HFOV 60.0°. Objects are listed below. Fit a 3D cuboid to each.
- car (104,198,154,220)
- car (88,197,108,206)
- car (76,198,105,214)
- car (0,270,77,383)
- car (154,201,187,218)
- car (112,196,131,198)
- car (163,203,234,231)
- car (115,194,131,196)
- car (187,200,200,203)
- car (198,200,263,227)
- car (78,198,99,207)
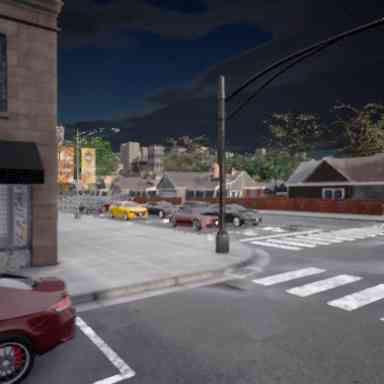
[{"bbox_3d":[-5.643,1.574,29.207,1.882,1.535,5.008,0,0,-36],"label":"car"},{"bbox_3d":[-17.960,1.791,63.452,2.033,1.411,5.357,0,0,-35],"label":"car"},{"bbox_3d":[-11.645,1.664,37.633,1.837,1.490,4.892,0,0,-35],"label":"car"},{"bbox_3d":[-3.487,1.586,3.701,4.206,1.307,1.802,0,0,-35],"label":"car"},{"bbox_3d":[-2.851,1.581,30.870,1.837,1.490,4.892,0,0,-36],"label":"car"},{"bbox_3d":[-8.832,1.616,39.284,1.882,1.535,5.008,0,0,-35],"label":"car"},{"bbox_3d":[0.311,1.596,20.832,1.994,1.385,4.181,0,0,-35],"label":"car"},{"bbox_3d":[-11.804,1.407,54.976,2.150,2.045,5.566,0,0,-36],"label":"car"},{"bbox_3d":[0.157,1.559,32.597,1.837,1.490,4.892,0,0,-35],"label":"car"},{"bbox_3d":[2.731,1.521,23.035,1.837,1.490,4.892,0,0,-35],"label":"car"},{"bbox_3d":[-18.271,1.787,58.438,2.033,1.411,5.357,0,0,-34],"label":"car"}]
